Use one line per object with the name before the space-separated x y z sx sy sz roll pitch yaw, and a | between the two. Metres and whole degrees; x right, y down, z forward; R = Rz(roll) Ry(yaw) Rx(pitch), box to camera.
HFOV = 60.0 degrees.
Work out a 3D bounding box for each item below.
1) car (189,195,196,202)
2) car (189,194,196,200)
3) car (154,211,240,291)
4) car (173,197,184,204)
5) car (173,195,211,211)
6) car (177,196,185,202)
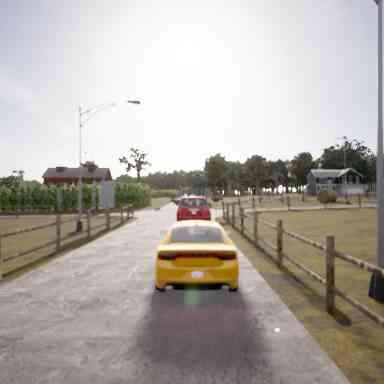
car | 0.081 1.639 84.472 1.837 1.490 4.892 0 0 0
car | 0.094 1.471 94.902 1.882 1.535 5.008 0 0 0
car | 0.106 1.510 9.148 1.882 1.535 5.008 0 0 0
car | -2.704 1.689 66.927 1.994 1.385 4.181 0 0 0
car | 0.097 1.290 22.143 2.150 2.045 5.566 0 0 0
car | -2.672 1.740 82.281 1.895 1.301 4.718 0 0 0
